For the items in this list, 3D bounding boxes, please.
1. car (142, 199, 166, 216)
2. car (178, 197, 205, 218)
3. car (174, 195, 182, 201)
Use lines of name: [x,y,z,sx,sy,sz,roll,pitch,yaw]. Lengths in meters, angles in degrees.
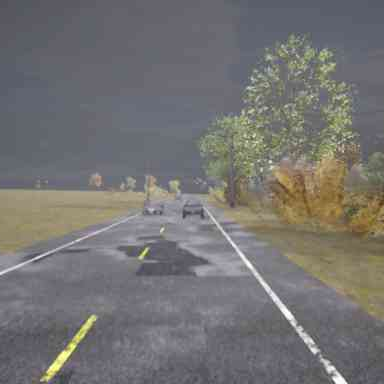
car: [-3.593,1.456,31.868,2.128,1.511,4.902,0,0,0]
car: [0.104,1.460,29.687,2.128,1.511,4.902,0,0,0]
car: [-3.497,1.473,85.145,1.994,1.385,4.181,0,0,0]
